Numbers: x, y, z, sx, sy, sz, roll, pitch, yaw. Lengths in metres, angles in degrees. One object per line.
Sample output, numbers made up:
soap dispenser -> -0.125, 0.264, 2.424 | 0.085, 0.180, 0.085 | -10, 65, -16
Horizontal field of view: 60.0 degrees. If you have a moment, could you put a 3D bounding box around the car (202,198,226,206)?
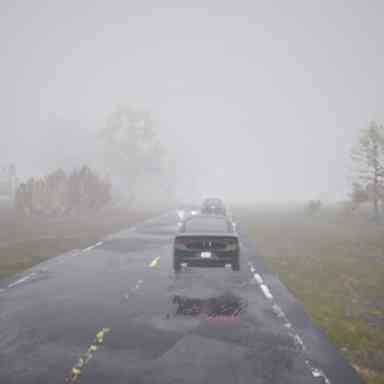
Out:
car -> 1.939, 1.295, 29.844 | 2.097, 1.767, 4.553 | 0, 0, 5

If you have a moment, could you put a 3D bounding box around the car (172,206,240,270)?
car -> 0.492, 1.456, 11.039 | 1.882, 1.535, 5.008 | 0, 0, 3

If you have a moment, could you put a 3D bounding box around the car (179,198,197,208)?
car -> -0.417, 1.448, 39.740 | 1.812, 1.442, 4.674 | 0, 0, 5
